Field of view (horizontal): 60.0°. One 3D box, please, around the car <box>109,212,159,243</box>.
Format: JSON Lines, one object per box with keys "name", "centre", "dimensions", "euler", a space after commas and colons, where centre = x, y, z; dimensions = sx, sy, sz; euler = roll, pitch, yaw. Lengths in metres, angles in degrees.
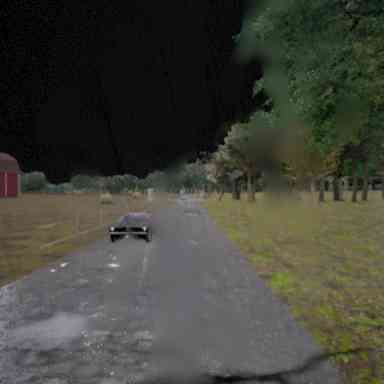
{"name": "car", "centre": [-2.844, 1.745, 17.043], "dimensions": [1.895, 1.301, 4.718], "euler": [0, 0, 0]}
